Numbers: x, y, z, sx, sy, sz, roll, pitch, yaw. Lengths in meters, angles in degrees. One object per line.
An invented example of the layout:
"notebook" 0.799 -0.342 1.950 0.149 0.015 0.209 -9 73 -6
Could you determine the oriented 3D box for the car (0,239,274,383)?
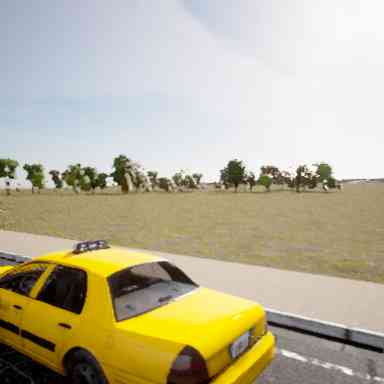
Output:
"car" -1.616 1.447 4.714 5.366 1.575 1.801 0 0 35
